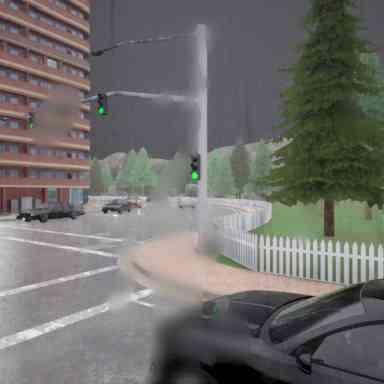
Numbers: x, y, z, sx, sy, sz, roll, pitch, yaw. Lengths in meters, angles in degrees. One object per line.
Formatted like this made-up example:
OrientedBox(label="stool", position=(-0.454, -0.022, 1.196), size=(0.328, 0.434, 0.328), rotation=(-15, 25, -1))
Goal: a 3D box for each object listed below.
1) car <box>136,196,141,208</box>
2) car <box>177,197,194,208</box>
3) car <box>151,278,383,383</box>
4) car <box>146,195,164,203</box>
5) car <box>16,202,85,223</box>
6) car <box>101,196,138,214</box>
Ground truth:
OrientedBox(label="car", position=(-8.119, 1.296, 45.702), size=(2.097, 1.767, 4.553), rotation=(0, 0, -11))
OrientedBox(label="car", position=(-0.951, 1.470, 46.677), size=(1.812, 1.442, 4.674), rotation=(0, 0, -8))
OrientedBox(label="car", position=(1.873, 1.478, 2.653), size=(5.008, 1.535, 1.882), rotation=(0, 0, 36))
OrientedBox(label="car", position=(-7.745, 1.448, 69.350), size=(1.837, 1.490, 4.892), rotation=(0, 0, -42))
OrientedBox(label="car", position=(-10.641, 1.492, 25.586), size=(2.033, 1.411, 5.357), rotation=(0, 0, 24))
OrientedBox(label="car", position=(-7.821, 1.492, 35.405), size=(2.033, 1.411, 5.357), rotation=(0, 0, 7))
